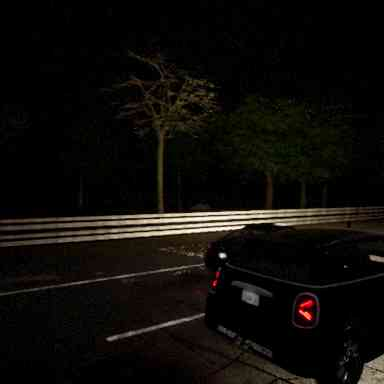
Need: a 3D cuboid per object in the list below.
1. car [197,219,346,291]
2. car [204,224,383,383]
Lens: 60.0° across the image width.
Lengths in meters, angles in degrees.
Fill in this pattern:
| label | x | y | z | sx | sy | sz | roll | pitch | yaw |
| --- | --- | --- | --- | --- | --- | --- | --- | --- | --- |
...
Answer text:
| label | x | y | z | sx | sy | sz | roll | pitch | yaw |
| --- | --- | --- | --- | --- | --- | --- | --- | --- | --- |
| car | 2.413 | 1.633 | 9.758 | 4.181 | 1.385 | 1.994 | 1 | 0 | -35 |
| car | 2.480 | 1.399 | 5.509 | 4.553 | 1.767 | 2.097 | 1 | 0 | -35 |
